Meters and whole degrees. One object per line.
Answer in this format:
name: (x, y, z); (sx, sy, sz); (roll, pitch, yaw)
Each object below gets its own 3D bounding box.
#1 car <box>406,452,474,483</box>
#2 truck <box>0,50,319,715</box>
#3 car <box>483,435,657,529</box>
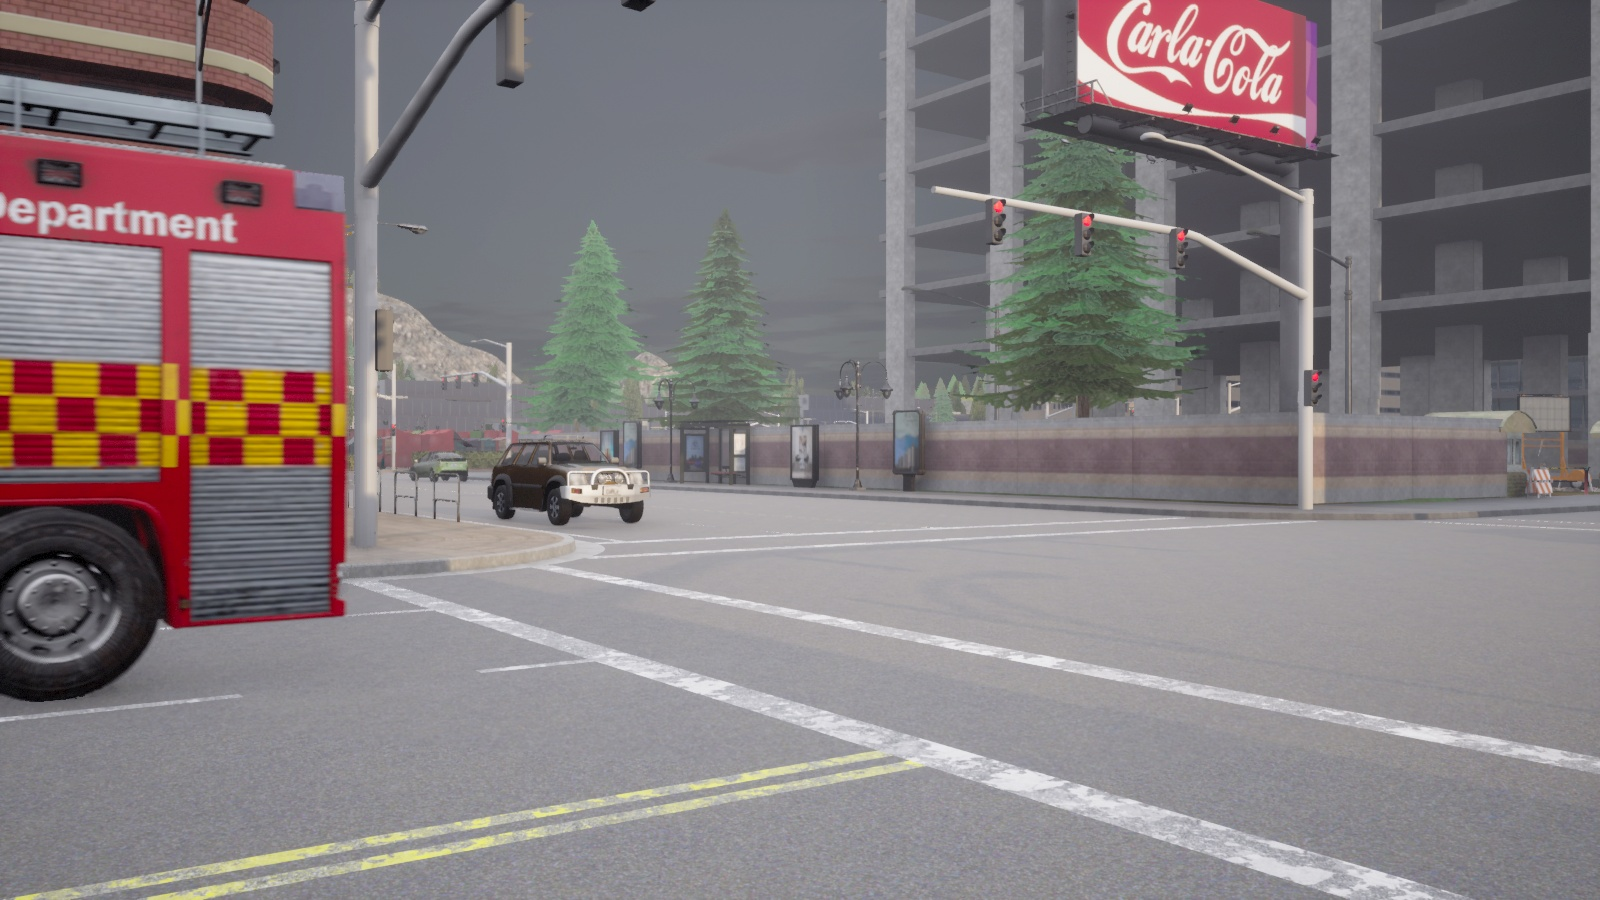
car: (-18.486, 0.888, 64.403); (2.007, 1.525, 4.514); (0, 0, -35)
truck: (-7.455, -0.387, 7.002); (8.468, 3.827, 2.891); (0, 0, -35)
car: (-5.046, 0.638, 27.088); (1.932, 1.855, 4.605); (0, 0, -35)
